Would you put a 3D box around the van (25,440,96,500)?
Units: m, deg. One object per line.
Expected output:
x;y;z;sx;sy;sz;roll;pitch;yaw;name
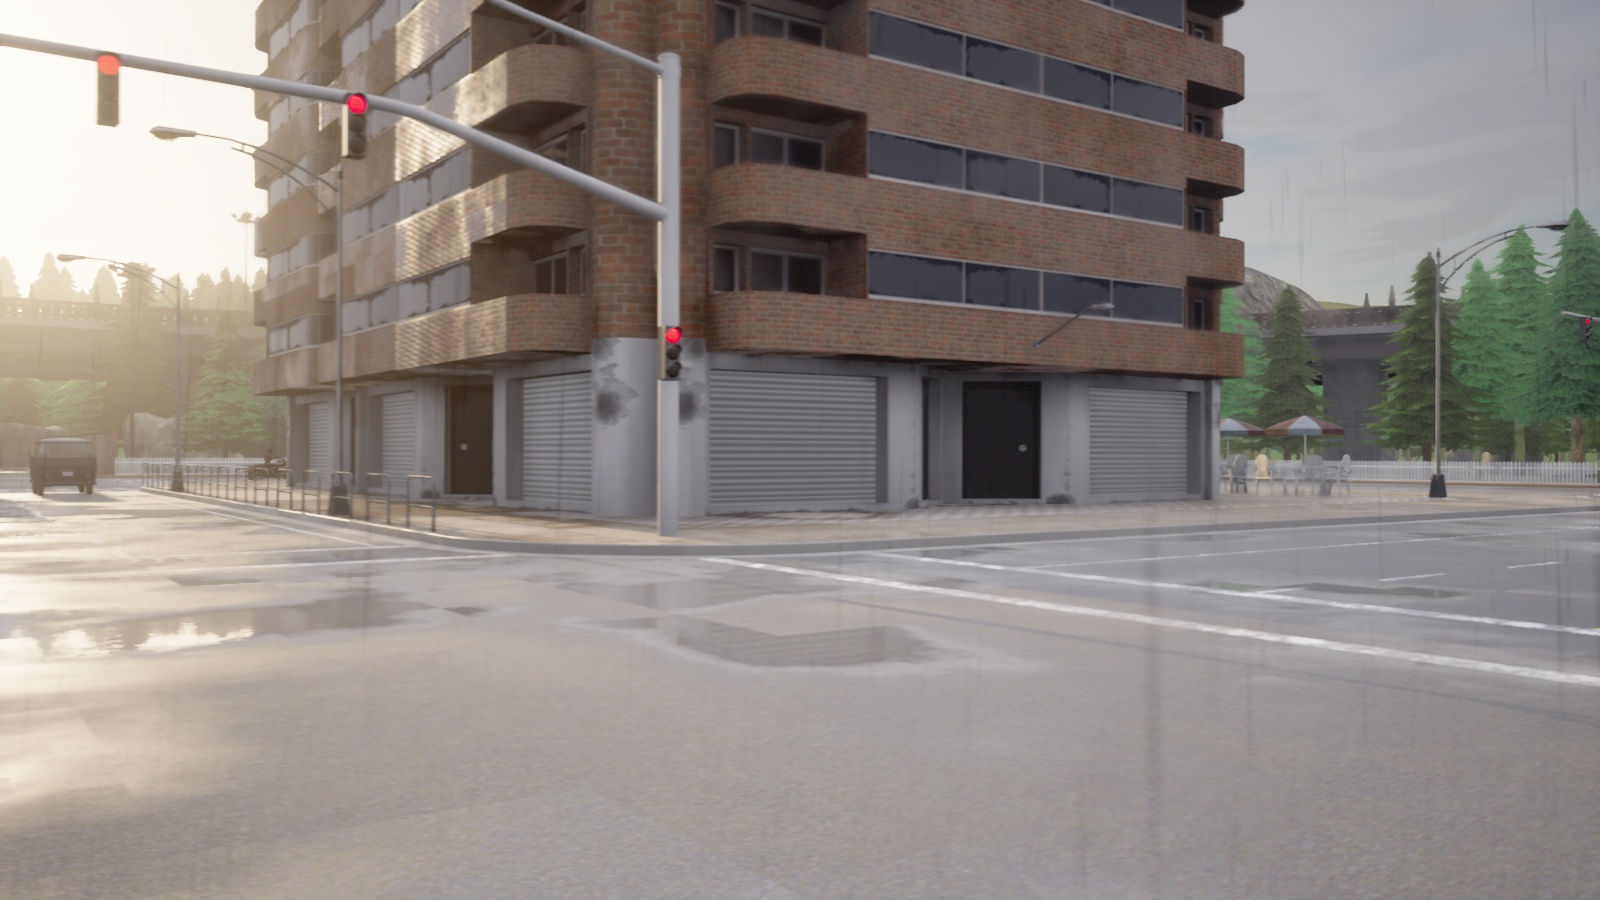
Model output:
-25.972;0.660;44.036;1.775;1.987;4.442;0;0;-35;van

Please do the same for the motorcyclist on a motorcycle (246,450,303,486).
-24.924;0.838;59.594;2.350;1.649;0.766;0;0;-37;motorcyclist on a motorcycle
